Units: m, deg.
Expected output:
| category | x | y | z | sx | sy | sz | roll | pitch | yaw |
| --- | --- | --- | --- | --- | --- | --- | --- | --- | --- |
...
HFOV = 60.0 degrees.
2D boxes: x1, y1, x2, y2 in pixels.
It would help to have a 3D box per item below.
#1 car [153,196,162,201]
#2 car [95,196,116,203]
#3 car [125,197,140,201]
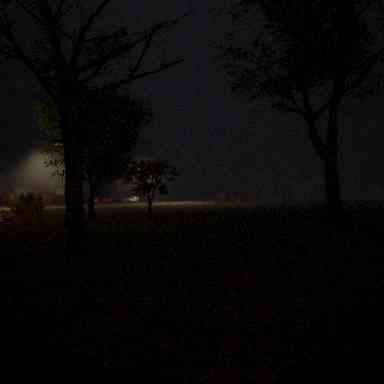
| category | x | y | z | sx | sy | sz | roll | pitch | yaw |
| --- | --- | --- | --- | --- | --- | --- | --- | --- | --- |
| car | -8.157 | 1.666 | 77.721 | 1.812 | 1.442 | 4.674 | -3 | -1 | 35 |
| car | -17.123 | 1.549 | 65.146 | 2.097 | 1.767 | 4.553 | -3 | -1 | 35 |
| car | -13.919 | 1.687 | 75.670 | 1.812 | 1.442 | 4.674 | -3 | -1 | 35 |
